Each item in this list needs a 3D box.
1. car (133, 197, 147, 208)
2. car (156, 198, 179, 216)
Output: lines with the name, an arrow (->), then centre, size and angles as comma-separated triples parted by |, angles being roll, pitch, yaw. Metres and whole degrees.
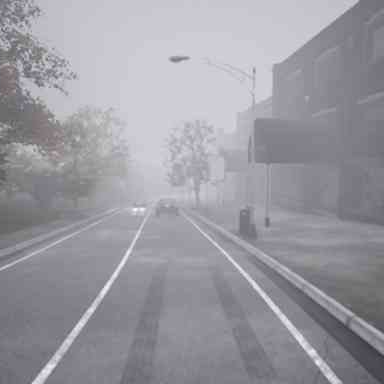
car -> -7.856, 1.520, 50.319 | 2.128, 1.511, 4.902 | -1, 0, -5
car -> -2.455, 1.335, 32.535 | 2.097, 1.767, 4.553 | -1, 0, -5
